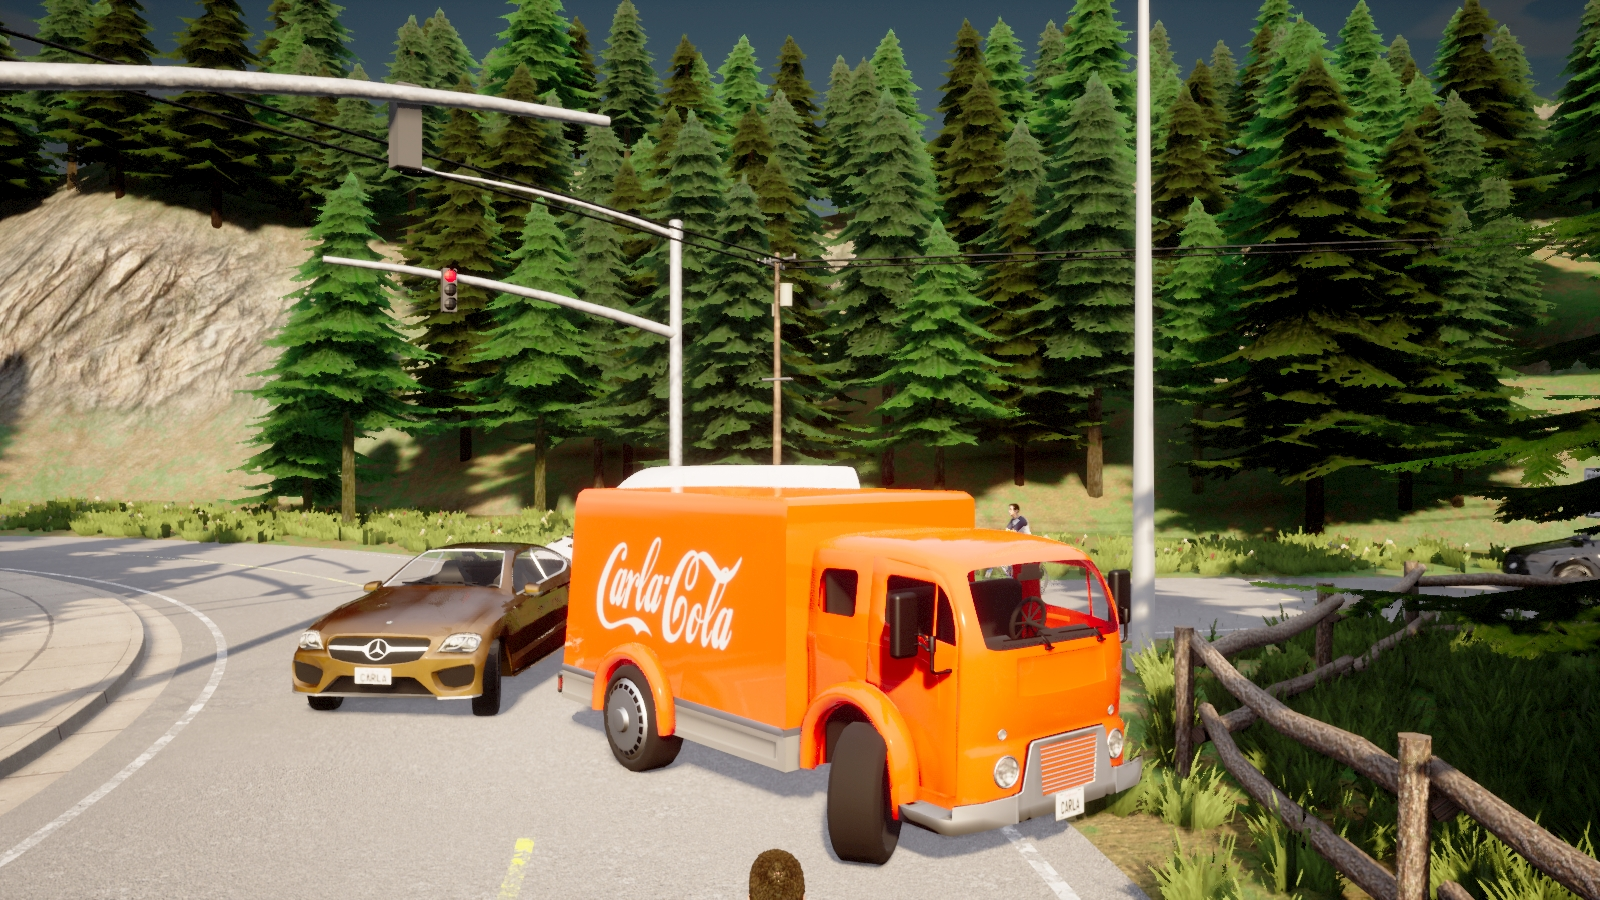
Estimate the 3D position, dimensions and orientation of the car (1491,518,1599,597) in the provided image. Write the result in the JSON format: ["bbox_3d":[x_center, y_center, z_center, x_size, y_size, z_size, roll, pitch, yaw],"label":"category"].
[{"bbox_3d":[16.311,2.119,22.535,4.181,1.385,1.994,0,0,14],"label":"car"}]

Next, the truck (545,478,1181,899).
[{"bbox_3d":[0.202,1.542,9.769,2.627,2.467,5.204,0,0,-39],"label":"truck"}]

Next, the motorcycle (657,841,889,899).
[{"bbox_3d":[-0.074,2.159,3.526,0.803,1.199,2.033,0,0,-2],"label":"motorcycle"}]

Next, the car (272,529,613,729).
[{"bbox_3d":[-4.038,1.970,14.038,2.152,1.651,5.027,0,0,6],"label":"car"}]
